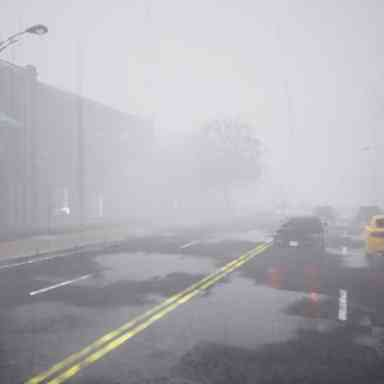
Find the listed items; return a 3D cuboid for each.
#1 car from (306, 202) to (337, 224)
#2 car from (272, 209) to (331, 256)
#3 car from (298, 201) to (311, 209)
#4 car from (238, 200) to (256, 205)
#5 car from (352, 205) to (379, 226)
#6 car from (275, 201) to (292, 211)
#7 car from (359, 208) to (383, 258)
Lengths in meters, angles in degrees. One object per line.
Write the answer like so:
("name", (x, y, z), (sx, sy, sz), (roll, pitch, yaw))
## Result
("car", (10.887, 1.827, 27.538), (1.812, 1.442, 4.674), (0, 0, 25))
("car", (4.599, 1.679, 13.918), (1.812, 1.442, 4.674), (0, 0, 25))
("car", (16.645, 2.026, 48.613), (2.128, 1.511, 4.902), (0, -1, 24))
("car", (13.624, 2.749, 82.830), (4.313, 1.339, 1.947), (-1, 0, 24))
("car", (13.669, 1.786, 25.812), (1.837, 1.490, 4.892), (0, 0, 25))
("car", (14.033, 2.125, 50.733), (1.994, 1.385, 4.181), (0, -1, 24))
("car", (7.702, 1.616, 12.879), (1.882, 1.535, 5.008), (0, 0, 25))
